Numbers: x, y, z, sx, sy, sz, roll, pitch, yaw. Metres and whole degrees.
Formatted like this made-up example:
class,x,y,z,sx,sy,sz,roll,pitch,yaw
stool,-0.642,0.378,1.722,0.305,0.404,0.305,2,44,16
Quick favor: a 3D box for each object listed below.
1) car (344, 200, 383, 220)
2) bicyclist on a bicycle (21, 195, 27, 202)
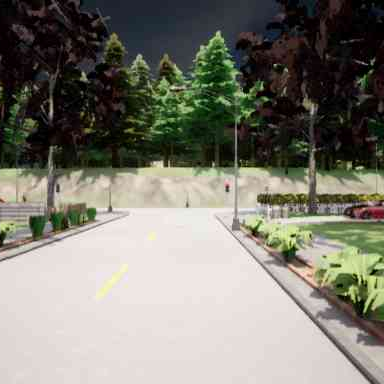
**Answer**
class,x,y,z,sx,sy,sz,roll,pitch,yaw
car,13.088,1.269,23.548,4.181,1.381,1.994,0,0,0
bicyclist on a bicycle,-24.045,1.324,47.659,0.582,1.620,1.656,0,0,0
